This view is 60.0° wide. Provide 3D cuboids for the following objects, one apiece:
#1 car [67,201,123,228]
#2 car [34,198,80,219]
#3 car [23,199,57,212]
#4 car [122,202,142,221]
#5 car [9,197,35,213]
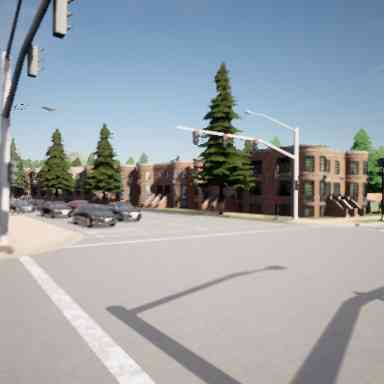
[{"bbox_3d":[-6.860,1.598,23.234,1.837,1.490,4.892,1,0,-36],"label":"car"},{"bbox_3d":[-12.492,1.581,30.645,2.128,1.511,4.902,1,-1,-39],"label":"car"},{"bbox_3d":[-19.074,1.665,41.668,4.181,1.385,1.994,0,0,35],"label":"car"},{"bbox_3d":[-5.896,1.626,27.780,2.128,1.511,4.902,1,0,-37],"label":"car"},{"bbox_3d":[-19.632,1.594,37.773,4.674,1.442,1.812,0,-1,37],"label":"car"}]
